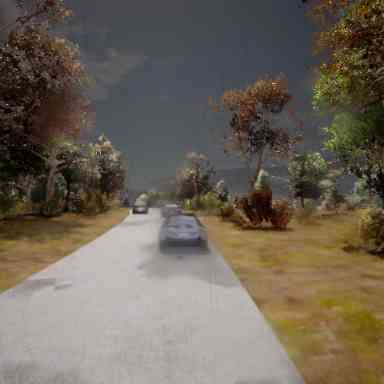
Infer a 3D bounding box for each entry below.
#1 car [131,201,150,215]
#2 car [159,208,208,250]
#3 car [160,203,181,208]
[{"bbox_3d":[-6.084,1.861,39.318,2.128,1.511,4.902,0,-1,-9],"label":"car"},{"bbox_3d":[-0.432,1.623,14.638,1.994,1.385,4.181,0,0,-3],"label":"car"},{"bbox_3d":[-2.030,1.780,31.738,1.812,1.442,4.674,0,-1,-7],"label":"car"}]
